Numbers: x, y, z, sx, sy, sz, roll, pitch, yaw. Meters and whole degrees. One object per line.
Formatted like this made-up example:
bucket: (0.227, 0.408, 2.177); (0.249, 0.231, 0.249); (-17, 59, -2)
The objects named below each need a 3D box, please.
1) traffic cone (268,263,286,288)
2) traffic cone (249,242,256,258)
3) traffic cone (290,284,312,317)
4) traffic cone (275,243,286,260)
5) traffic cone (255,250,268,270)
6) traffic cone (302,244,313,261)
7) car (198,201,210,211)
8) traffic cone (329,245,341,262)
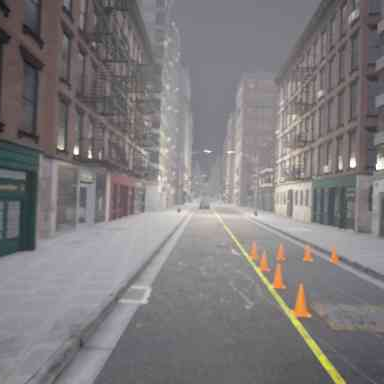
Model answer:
traffic cone: (2.224, 2.140, 8.588); (0.340, 0.580, 0.340); (2, -1, 2)
traffic cone: (2.358, 2.192, 12.585); (0.340, 0.580, 0.340); (2, -1, 2)
traffic cone: (2.157, 2.113, 6.589); (0.340, 0.580, 0.340); (2, -1, 2)
traffic cone: (3.357, 2.228, 12.551); (0.340, 0.580, 0.340); (2, -1, 2)
traffic cone: (2.291, 2.166, 10.586); (0.340, 0.580, 0.340); (2, -1, 2)
traffic cone: (4.355, 2.263, 12.517); (0.340, 0.580, 0.340); (2, -1, 2)
car: (2.053, 2.217, 54.550); (1.837, 1.490, 4.892); (2, -1, 2)
traffic cone: (5.352, 2.297, 12.484); (0.340, 0.580, 0.340); (2, -1, 2)
